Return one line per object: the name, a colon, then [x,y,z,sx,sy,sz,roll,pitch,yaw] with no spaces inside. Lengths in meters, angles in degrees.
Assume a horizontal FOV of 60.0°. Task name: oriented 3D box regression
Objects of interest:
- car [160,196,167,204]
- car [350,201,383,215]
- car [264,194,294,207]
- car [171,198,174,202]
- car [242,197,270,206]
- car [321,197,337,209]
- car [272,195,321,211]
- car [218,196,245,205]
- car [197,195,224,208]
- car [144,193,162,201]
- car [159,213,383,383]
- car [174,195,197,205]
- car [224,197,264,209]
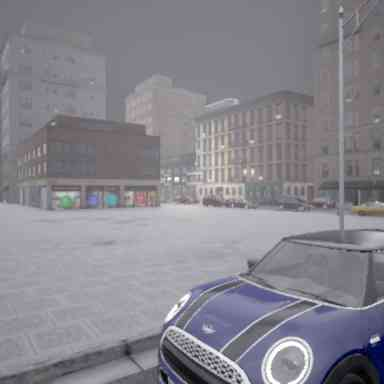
car: [-6.228,1.573,62.032,1.802,1.307,4.206,0,0,-35]
car: [16.594,1.523,29.420,1.752,1.417,4.829,0,0,-35]
car: [13.331,1.266,48.076,2.192,1.841,5.009,0,0,-35]
car: [-2.899,1.497,71.271,2.008,1.369,4.403,0,0,-35]
car: [10.086,1.516,52.716,1.947,1.339,4.313,0,0,-35]
car: [16.578,1.392,43.438,1.967,1.590,4.097,0,0,-35]
car: [12.399,1.486,39.844,1.837,1.490,4.892,0,0,-35]
car: [6.742,1.475,57.494,1.752,1.417,4.829,0,0,-35]
car: [3.510,1.309,48.115,2.192,1.841,5.009,0,0,-35]
car: [-9.392,1.261,80.548,2.192,1.841,5.009,0,0,-35]
car: [1.830,1.349,4.333,4.553,1.767,2.097,0,0,-35]
car: [-0.559,1.328,58.518,2.097,1.767,4.553,0,0,-35]
car: [6.757,1.545,43.476,2.008,1.369,4.403,0,0,-35]
